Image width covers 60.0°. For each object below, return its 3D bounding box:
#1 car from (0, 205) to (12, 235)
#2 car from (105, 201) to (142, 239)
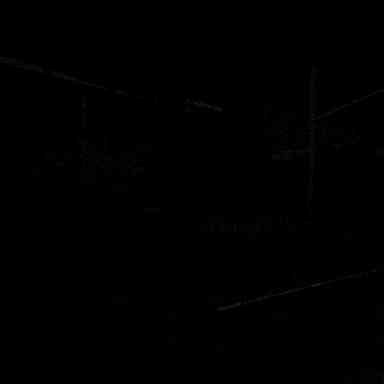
[{"bbox_3d":[-11.482,1.523,18.600,2.242,1.667,4.611,1,0,-36],"label":"car"},{"bbox_3d":[-4.353,1.448,18.338,1.905,1.878,3.866,1,0,-36],"label":"car"}]
